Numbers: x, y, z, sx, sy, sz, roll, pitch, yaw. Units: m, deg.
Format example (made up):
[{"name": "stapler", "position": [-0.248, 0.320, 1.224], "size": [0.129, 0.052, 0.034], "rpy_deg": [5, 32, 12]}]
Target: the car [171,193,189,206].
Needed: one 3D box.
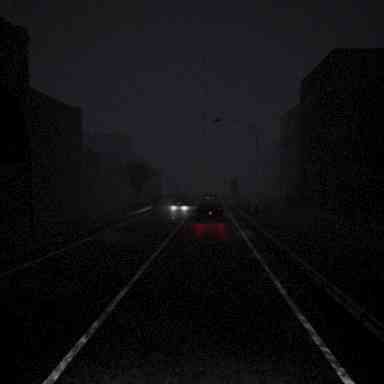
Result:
[{"name": "car", "position": [-1.337, 0.877, 40.511], "size": [2.033, 1.411, 5.357], "rpy_deg": [0, 2, 3]}]

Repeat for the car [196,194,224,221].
[{"name": "car", "position": [1.345, 1.188, 24.378], "size": [1.882, 1.535, 5.008], "rpy_deg": [0, 1, 3]}]
